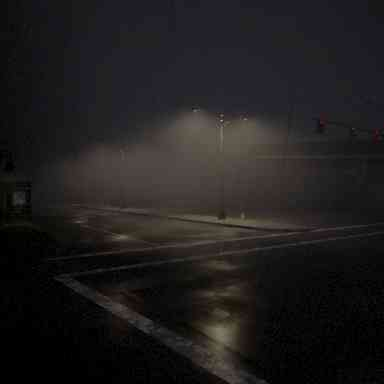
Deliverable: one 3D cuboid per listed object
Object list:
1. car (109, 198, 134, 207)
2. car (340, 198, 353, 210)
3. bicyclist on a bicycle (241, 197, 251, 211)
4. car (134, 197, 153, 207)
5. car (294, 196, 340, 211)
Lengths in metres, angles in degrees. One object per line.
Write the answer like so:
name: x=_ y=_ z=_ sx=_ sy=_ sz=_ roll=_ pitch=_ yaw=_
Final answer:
car: x=-11.061 y=1.564 z=50.741 sx=1.994 sy=1.385 sz=4.181 roll=0 pitch=0 yaw=-35
car: x=18.189 y=1.456 z=42.048 sx=1.970 sy=1.475 sz=3.806 roll=0 pitch=0 yaw=-35
bicyclist on a bicycle: x=6.346 y=1.430 z=39.768 sx=1.656 sy=1.620 sz=0.582 roll=-6 pitch=-7 yaw=-37
car: x=-8.196 y=1.547 z=52.752 sx=2.033 sy=1.411 sz=5.357 roll=0 pitch=0 yaw=-35
car: x=13.923 y=1.295 z=38.125 sx=2.242 sy=1.667 sz=4.611 roll=0 pitch=0 yaw=-35
